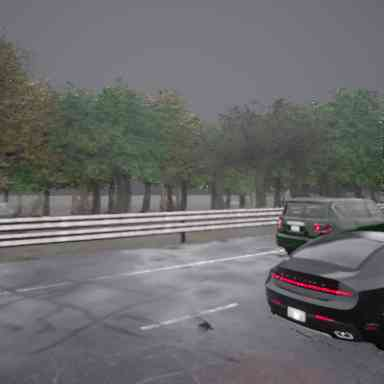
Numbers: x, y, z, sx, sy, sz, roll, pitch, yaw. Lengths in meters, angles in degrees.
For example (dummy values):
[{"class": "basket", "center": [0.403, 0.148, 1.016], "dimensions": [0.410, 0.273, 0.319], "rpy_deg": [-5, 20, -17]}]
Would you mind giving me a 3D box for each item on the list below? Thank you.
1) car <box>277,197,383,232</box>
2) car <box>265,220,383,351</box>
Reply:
[{"class": "car", "center": [5.385, 1.210, 11.732], "dimensions": [5.566, 2.045, 2.150], "rpy_deg": [0, 0, -34]}, {"class": "car", "center": [3.480, 1.500, 6.155], "dimensions": [4.892, 1.490, 1.837], "rpy_deg": [0, 0, -35]}]
